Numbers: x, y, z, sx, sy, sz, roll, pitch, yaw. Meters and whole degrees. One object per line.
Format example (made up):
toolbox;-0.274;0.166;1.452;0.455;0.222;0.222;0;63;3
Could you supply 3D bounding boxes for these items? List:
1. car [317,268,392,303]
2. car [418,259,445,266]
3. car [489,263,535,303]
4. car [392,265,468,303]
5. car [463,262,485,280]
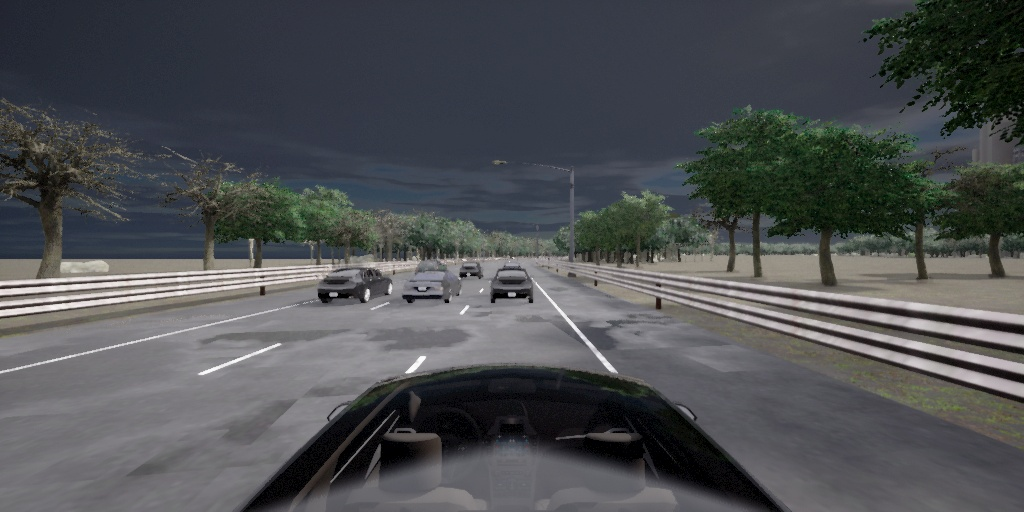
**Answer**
car;-7.000;1.266;16.500;1.837;1.490;4.892;0;0;0
car;-7.000;1.114;31.469;2.097;1.767;4.553;0;0;0
car;0.000;1.266;16.500;1.837;1.490;4.892;0;0;0
car;-3.500;1.312;16.500;2.033;1.411;5.357;0;0;0
car;-3.500;1.264;31.500;1.837;1.490;4.892;0;0;0
